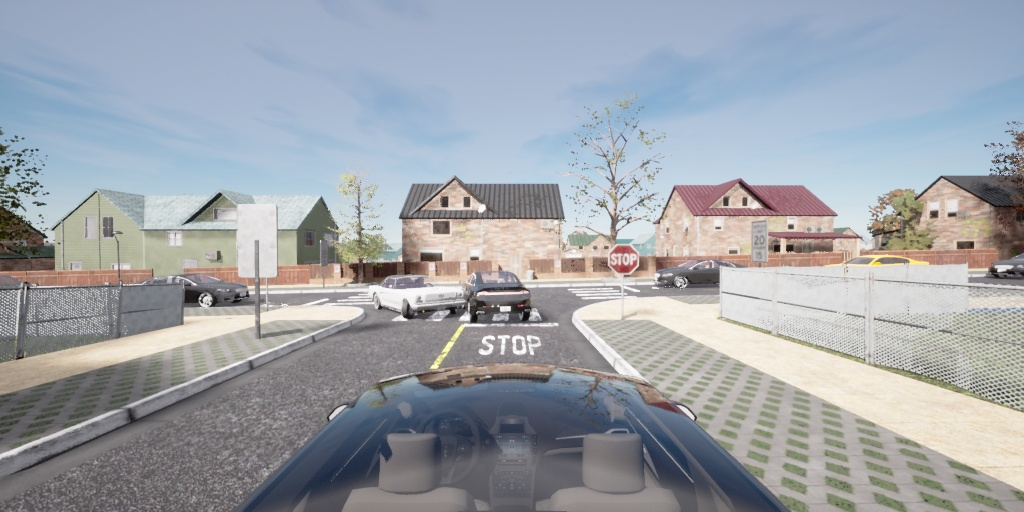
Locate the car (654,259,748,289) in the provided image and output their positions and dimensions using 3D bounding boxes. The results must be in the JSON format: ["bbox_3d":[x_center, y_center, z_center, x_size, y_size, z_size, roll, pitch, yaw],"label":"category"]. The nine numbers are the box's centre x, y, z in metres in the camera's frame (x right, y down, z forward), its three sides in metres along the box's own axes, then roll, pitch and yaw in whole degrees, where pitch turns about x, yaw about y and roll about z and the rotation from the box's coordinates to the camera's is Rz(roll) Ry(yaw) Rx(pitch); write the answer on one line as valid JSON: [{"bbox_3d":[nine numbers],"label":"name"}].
[{"bbox_3d":[10.329,0.928,19.636,4.902,1.511,2.128,-1,1,0],"label":"car"}]

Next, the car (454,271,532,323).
[{"bbox_3d":[-0.687,1.244,12.227,2.128,1.511,4.902,0,0,-12],"label":"car"}]

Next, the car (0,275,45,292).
[{"bbox_3d":[-24.241,1.650,16.539,4.553,1.767,2.097,-1,1,0],"label":"car"}]

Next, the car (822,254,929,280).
[{"bbox_3d":[19.760,0.693,19.673,5.008,1.535,1.882,-1,1,-1],"label":"car"}]

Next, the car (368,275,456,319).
[{"bbox_3d":[-3.603,1.369,13.086,1.895,1.301,4.718,0,0,-38],"label":"car"}]

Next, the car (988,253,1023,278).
[{"bbox_3d":[29.384,0.481,19.710,4.902,1.511,2.128,-1,1,0],"label":"car"}]

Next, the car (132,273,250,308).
[{"bbox_3d":[-14.903,1.569,16.580,4.902,1.511,2.128,-1,1,0],"label":"car"}]
